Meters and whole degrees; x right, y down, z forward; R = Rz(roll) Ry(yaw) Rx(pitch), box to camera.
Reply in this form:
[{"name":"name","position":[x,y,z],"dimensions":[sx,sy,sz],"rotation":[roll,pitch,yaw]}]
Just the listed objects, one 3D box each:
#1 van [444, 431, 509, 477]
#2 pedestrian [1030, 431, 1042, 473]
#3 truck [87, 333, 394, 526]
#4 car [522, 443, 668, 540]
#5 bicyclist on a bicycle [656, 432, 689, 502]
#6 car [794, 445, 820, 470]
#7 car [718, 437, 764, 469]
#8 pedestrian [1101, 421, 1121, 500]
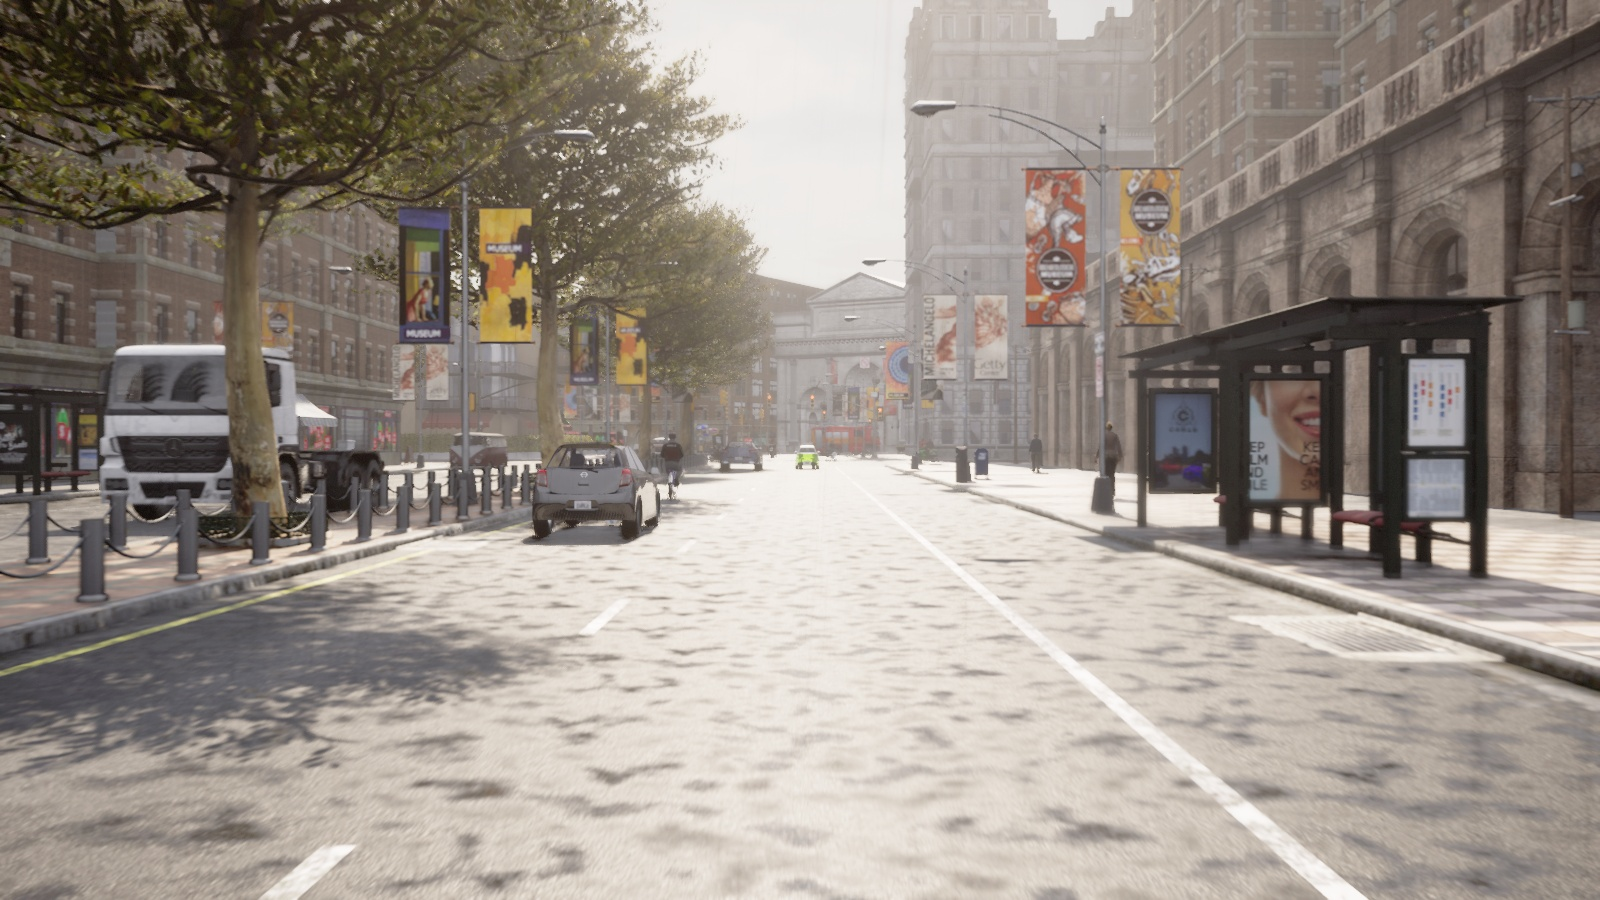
[{"name":"van","position":[-14.661,0.165,57.175],"dimensions":[1.775,1.987,4.442],"rotation":[0,0,0]},{"name":"pedestrian","position":[10.376,0.100,55.237],"dimensions":[0.402,1.842,0.726],"rotation":[0,0,0]},{"name":"truck","position":[-11.334,-0.394,26.520],"dimensions":[2.891,3.462,7.936],"rotation":[0,0,0]},{"name":"car","position":[-3.364,0.638,21.251],"dimensions":[1.845,1.501,3.633],"rotation":[0,0,0]},{"name":"bicyclist on a bicycle","position":[-3.299,0.430,32.705],"dimensions":[0.659,1.776,1.843],"rotation":[0,1,0]},{"name":"car","position":[0.408,0.399,71.398],"dimensions":[1.481,1.376,2.207],"rotation":[0,1,1]},{"name":"car","position":[-3.174,0.137,68.486],"dimensions":[2.152,1.651,5.027],"rotation":[0,0,1]},{"name":"pedestrian","position":[7.302,0.243,29.472],"dimensions":[0.331,1.846,0.634],"rotation":[0,0,3]}]
